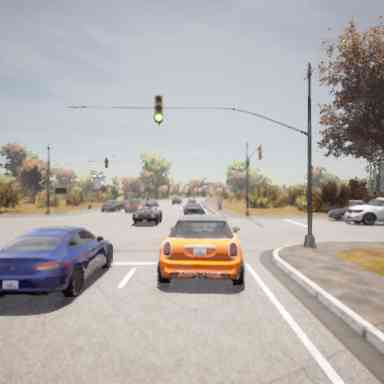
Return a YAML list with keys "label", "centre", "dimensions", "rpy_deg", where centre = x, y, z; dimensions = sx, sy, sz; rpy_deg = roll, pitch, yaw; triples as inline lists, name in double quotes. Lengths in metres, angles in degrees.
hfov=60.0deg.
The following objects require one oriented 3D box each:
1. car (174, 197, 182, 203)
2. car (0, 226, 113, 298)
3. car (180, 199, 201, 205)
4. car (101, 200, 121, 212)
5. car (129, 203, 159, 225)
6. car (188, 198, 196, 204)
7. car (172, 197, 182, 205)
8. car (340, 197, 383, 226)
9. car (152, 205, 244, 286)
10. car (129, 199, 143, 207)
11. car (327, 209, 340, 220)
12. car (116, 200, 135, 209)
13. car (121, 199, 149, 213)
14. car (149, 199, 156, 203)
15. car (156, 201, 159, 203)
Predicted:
- label: "car"
  centre: [-3.434, 1.989, 83.652]
  dimensions: [1.812, 1.442, 4.674]
  rpy_deg: [0, 0, 1]
- label: "car"
  centre: [-3.395, 1.590, 8.555]
  dimensions: [1.812, 1.442, 4.674]
  rpy_deg: [0, 0, 0]
- label: "car"
  centre: [0.108, 1.731, 30.501]
  dimensions: [1.837, 1.490, 4.892]
  rpy_deg: [0, 0, 0]
- label: "car"
  centre: [-10.576, 1.828, 43.812]
  dimensions: [1.837, 1.490, 4.892]
  rpy_deg: [0, 0, 0]
- label: "car"
  centre: [-3.394, 1.794, 26.163]
  dimensions: [1.895, 1.301, 4.718]
  rpy_deg: [0, 0, 0]
- label: "car"
  centre: [0.064, 2.208, 83.408]
  dimensions: [1.895, 1.301, 4.718]
  rpy_deg: [0, 0, 1]
- label: "car"
  centre: [-3.478, 2.031, 73.243]
  dimensions: [1.837, 1.490, 4.892]
  rpy_deg: [0, 0, 0]
- label: "car"
  centre: [14.472, 1.403, 24.726]
  dimensions: [5.566, 2.045, 2.150]
  rpy_deg: [0, 0, 3]
- label: "car"
  centre: [0.369, 1.426, 9.882]
  dimensions: [2.097, 1.767, 4.553]
  rpy_deg: [0, 0, 5]
- label: "car"
  centre: [-10.484, 2.023, 62.439]
  dimensions: [1.994, 1.385, 4.181]
  rpy_deg: [0, 0, 0]
- label: "car"
  centre: [14.092, 1.712, 28.252]
  dimensions: [4.892, 1.490, 1.837]
  rpy_deg: [0, 0, 3]
- label: "car"
  centre: [-10.516, 1.952, 52.692]
  dimensions: [1.994, 1.385, 4.181]
  rpy_deg: [0, 0, 2]
- label: "car"
  centre: [-7.060, 1.658, 41.547]
  dimensions: [2.097, 1.767, 4.553]
  rpy_deg: [0, 0, -1]
- label: "car"
  centre: [-7.050, 1.973, 50.534]
  dimensions: [1.895, 1.301, 4.718]
  rpy_deg: [0, 0, 1]
- label: "car"
  centre: [-7.011, 1.996, 58.765]
  dimensions: [1.994, 1.385, 4.181]
  rpy_deg: [0, 0, 0]
